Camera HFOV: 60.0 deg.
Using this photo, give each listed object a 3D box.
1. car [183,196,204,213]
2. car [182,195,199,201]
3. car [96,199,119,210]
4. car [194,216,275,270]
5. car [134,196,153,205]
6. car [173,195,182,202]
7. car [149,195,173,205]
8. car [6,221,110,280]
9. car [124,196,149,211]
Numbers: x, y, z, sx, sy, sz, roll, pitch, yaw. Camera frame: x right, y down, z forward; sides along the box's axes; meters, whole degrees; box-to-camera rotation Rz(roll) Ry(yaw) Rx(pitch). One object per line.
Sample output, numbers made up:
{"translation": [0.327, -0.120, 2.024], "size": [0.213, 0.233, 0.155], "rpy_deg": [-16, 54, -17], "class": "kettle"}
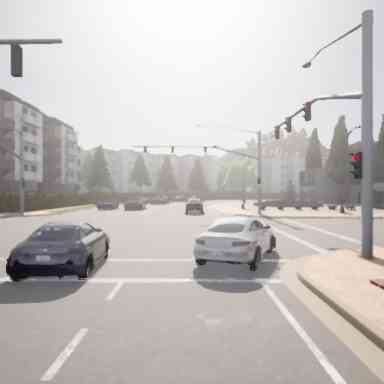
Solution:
{"translation": [0.217, 1.481, 36.090], "size": [1.837, 1.490, 4.892], "rpy_deg": [0, 0, -1], "class": "car"}
{"translation": [0.548, 1.468, 72.115], "size": [2.128, 1.511, 4.902], "rpy_deg": [0, 0, 31], "class": "car"}
{"translation": [-10.517, 1.573, 41.800], "size": [1.895, 1.301, 4.718], "rpy_deg": [0, 0, 0], "class": "car"}
{"translation": [1.532, 1.518, 11.051], "size": [1.812, 1.442, 4.674], "rpy_deg": [0, 0, 22], "class": "car"}
{"translation": [-8.671, 1.524, 59.989], "size": [1.994, 1.385, 4.181], "rpy_deg": [0, 0, 15], "class": "car"}
{"translation": [-2.707, 1.451, 73.515], "size": [1.812, 1.442, 4.674], "rpy_deg": [0, 0, 31], "class": "car"}
{"translation": [-5.542, 1.313, 58.155], "size": [2.097, 1.767, 4.553], "rpy_deg": [0, 0, 15], "class": "car"}
{"translation": [-3.729, 1.558, 9.973], "size": [1.994, 1.385, 4.181], "rpy_deg": [0, 0, -5], "class": "car"}
{"translation": [-6.988, 1.326, 41.033], "size": [2.097, 1.767, 4.553], "rpy_deg": [0, 0, 0], "class": "car"}
